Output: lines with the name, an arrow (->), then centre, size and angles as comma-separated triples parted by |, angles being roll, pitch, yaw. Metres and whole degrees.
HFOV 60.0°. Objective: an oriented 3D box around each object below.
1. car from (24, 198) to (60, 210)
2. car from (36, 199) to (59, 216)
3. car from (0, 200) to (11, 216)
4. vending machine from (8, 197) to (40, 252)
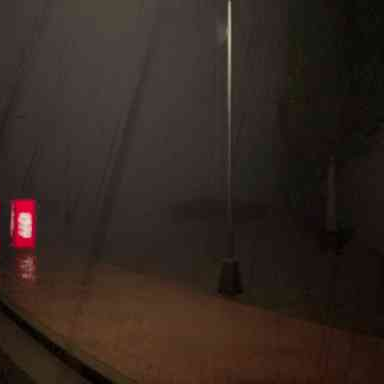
car -> -21.023, 1.708, 46.899 | 2.128, 1.511, 4.902 | 0, 0, 12
car -> -15.766, 1.503, 34.917 | 2.097, 1.767, 4.553 | 0, 0, 3
car -> -19.466, 1.347, 31.023 | 2.150, 2.045, 5.566 | 0, 0, -1
vending machine -> -6.820, 1.254, 13.504 | 1.100, 2.100, 0.880 | 0, 0, -31
